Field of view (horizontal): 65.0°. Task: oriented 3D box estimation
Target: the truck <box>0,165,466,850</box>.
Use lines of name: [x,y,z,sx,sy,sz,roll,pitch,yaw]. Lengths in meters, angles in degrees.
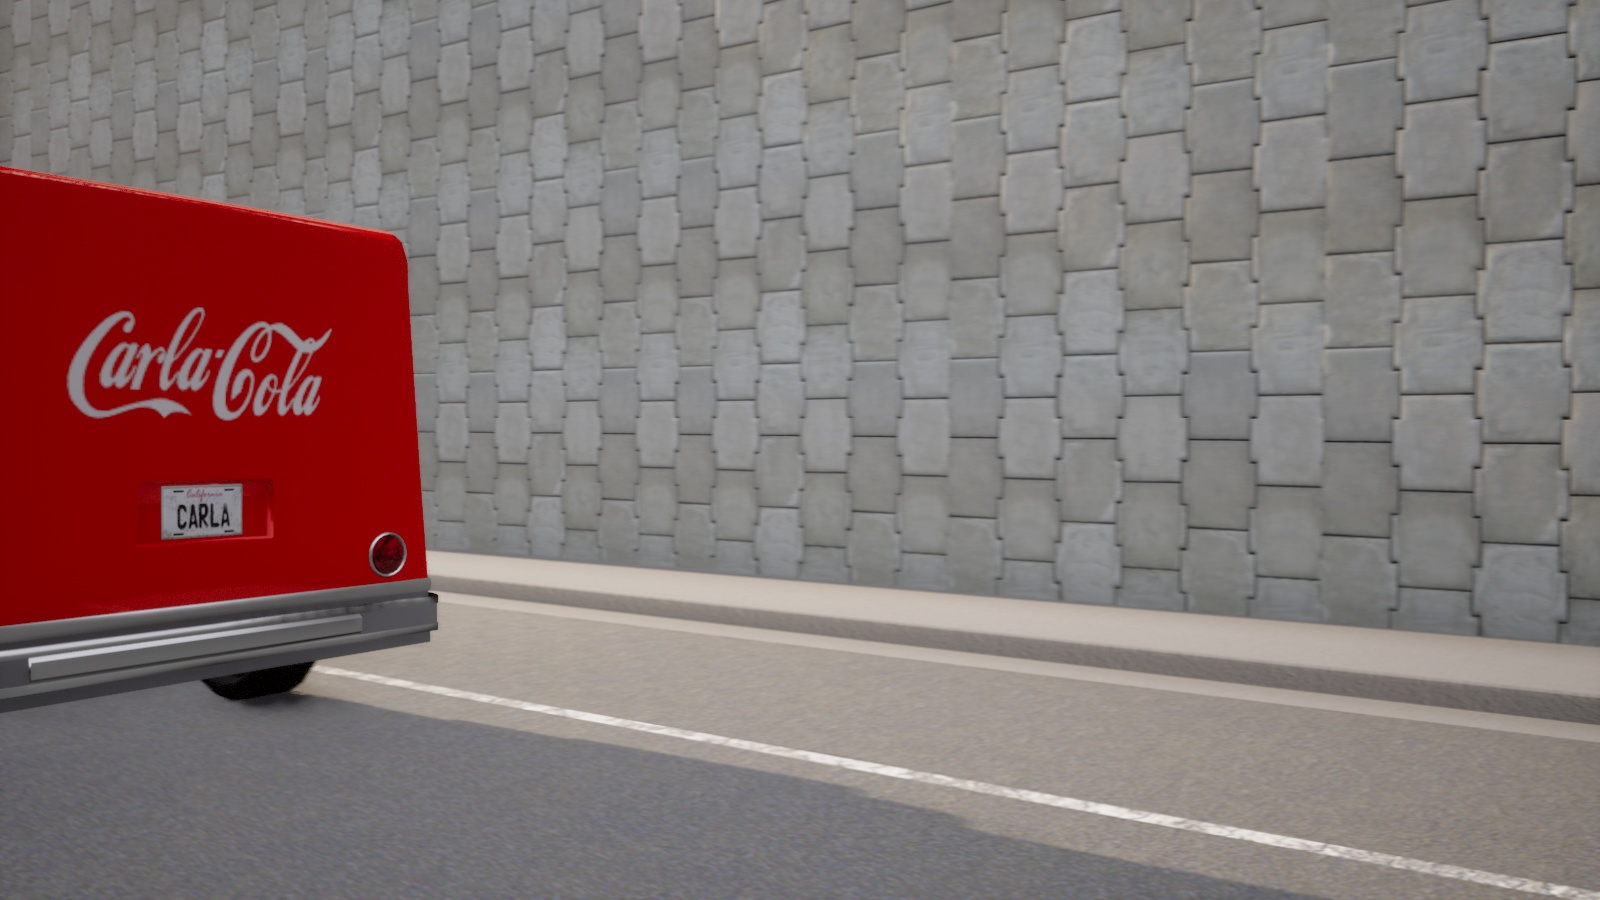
truck: [-4.589,0.194,6.662,5.204,2.467,2.627,0,1,34]
